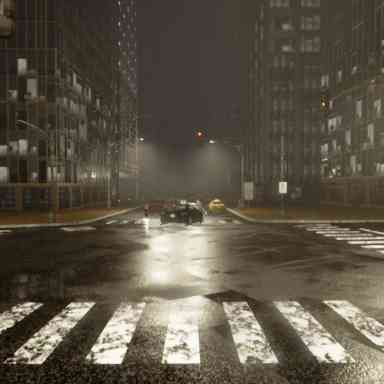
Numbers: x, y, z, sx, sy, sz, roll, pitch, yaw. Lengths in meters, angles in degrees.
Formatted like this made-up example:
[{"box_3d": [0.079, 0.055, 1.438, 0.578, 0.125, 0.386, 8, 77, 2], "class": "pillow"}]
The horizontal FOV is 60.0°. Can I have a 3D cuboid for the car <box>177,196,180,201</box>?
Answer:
[{"box_3d": [-3.152, 1.569, 50.479, 1.895, 1.301, 4.718, 0, 0, 0], "class": "car"}]

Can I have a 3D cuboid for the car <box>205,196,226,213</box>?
[{"box_3d": [2.744, 1.506, 36.814, 1.752, 1.417, 4.829, -1, 0, 0], "class": "car"}]

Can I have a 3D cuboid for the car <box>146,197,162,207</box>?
[{"box_3d": [-5.929, 1.531, 52.430, 1.947, 1.339, 4.313, -1, 0, 0], "class": "car"}]

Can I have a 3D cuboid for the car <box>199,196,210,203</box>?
[{"box_3d": [2.560, 1.510, 69.404, 1.947, 1.339, 4.313, -1, 0, 0], "class": "car"}]

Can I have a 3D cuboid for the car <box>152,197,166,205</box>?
[{"box_3d": [-5.769, 1.524, 58.105, 1.947, 1.339, 4.313, -1, 0, 0], "class": "car"}]

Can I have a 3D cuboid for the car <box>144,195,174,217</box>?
[{"box_3d": [-3.167, 1.337, 31.170, 2.097, 1.767, 4.553, 0, 0, 0], "class": "car"}]

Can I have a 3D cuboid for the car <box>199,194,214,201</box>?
[{"box_3d": [2.624, 1.281, 51.895, 2.192, 1.841, 5.009, -1, 0, 0], "class": "car"}]

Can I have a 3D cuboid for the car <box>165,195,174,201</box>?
[{"box_3d": [-5.817, 1.486, 86.473, 1.947, 1.339, 4.313, -1, 0, 0], "class": "car"}]

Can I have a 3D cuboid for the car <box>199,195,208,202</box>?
[{"box_3d": [2.550, 1.487, 75.078, 2.008, 1.369, 4.403, -1, 0, 0], "class": "car"}]

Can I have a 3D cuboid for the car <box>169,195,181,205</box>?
[{"box_3d": [-3.126, 1.432, 60.954, 1.882, 1.535, 5.008, 0, 0, 0], "class": "car"}]

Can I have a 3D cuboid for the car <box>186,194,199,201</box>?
[{"box_3d": [-0.107, 1.553, 62.734, 1.895, 1.301, 4.718, 0, 0, 0], "class": "car"}]

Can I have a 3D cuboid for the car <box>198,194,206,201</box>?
[{"box_3d": [2.529, 1.360, 86.427, 1.967, 1.590, 4.097, -1, 0, 0], "class": "car"}]

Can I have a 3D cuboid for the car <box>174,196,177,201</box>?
[{"box_3d": [-3.161, 1.455, 40.468, 1.882, 1.535, 5.008, 0, 0, 0], "class": "car"}]

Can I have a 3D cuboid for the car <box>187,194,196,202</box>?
[{"box_3d": [-0.124, 1.250, 72.707, 1.882, 1.535, 5.008, 0, 0, 0], "class": "car"}]

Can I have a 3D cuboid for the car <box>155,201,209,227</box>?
[{"box_3d": [-0.585, 1.522, 22.677, 1.994, 1.385, 4.181, 0, -1, 18], "class": "car"}]

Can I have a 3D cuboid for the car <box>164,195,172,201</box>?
[{"box_3d": [-5.807, 1.510, 80.800, 1.802, 1.307, 4.206, -1, 0, 0], "class": "car"}]
